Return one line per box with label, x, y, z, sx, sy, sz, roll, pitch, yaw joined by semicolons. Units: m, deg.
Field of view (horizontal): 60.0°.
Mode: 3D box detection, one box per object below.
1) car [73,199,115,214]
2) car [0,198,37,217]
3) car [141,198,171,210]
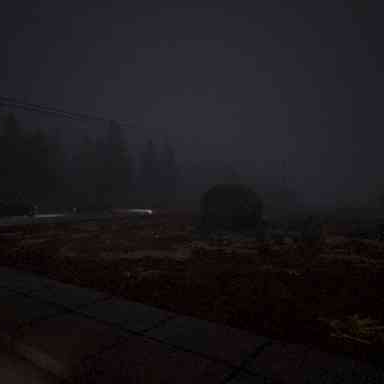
car;-10.618;1.518;36.292;2.128;1.511;4.902;0;0;37
car;-16.065;1.379;28.947;2.097;1.767;4.553;0;0;37
car;-4.660;1.552;44.314;1.812;1.442;4.674;0;0;37
